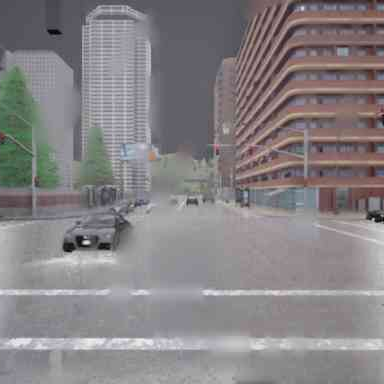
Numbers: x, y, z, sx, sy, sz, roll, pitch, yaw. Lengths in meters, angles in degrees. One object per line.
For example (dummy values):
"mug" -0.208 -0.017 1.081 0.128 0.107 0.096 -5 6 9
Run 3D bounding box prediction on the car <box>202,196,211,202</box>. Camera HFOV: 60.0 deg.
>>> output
"car" 3.397 1.559 78.268 1.895 1.301 4.718 0 0 0

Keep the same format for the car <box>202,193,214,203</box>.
"car" 3.410 1.206 68.701 2.150 2.045 5.566 0 0 0

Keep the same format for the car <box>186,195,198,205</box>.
"car" 0.025 1.465 56.742 1.882 1.535 5.008 0 0 0

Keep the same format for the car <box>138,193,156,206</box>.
"car" -7.160 1.212 49.672 2.150 2.045 5.566 0 0 0

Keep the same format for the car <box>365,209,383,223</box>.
"car" 15.001 1.487 23.271 5.357 1.411 2.033 0 0 -12

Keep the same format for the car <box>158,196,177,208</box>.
"car" -3.660 1.514 49.473 1.812 1.442 4.674 0 0 0

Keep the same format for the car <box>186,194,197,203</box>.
"car" -0.091 1.336 69.487 2.097 1.767 4.553 0 0 0

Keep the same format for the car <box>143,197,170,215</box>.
"car" -3.608 1.518 34.238 1.812 1.442 4.674 0 0 0

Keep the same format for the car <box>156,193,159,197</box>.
"car" -7.089 1.532 67.674 2.033 1.411 5.357 0 0 0

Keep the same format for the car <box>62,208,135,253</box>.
"car" -3.618 1.547 13.431 1.994 1.385 4.181 0 0 0

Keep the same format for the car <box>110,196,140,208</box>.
"car" -7.146 1.484 34.445 2.128 1.511 4.902 0 0 0
